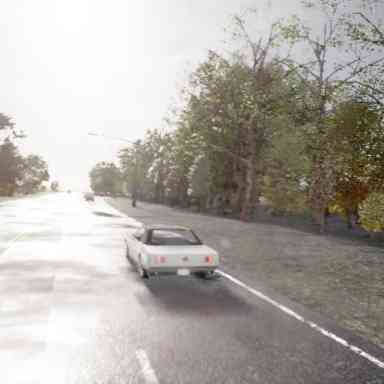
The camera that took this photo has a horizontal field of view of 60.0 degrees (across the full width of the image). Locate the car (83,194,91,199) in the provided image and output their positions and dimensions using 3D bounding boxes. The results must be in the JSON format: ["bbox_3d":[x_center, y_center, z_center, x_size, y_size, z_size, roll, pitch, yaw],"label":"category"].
[{"bbox_3d":[-28.823,1.138,90.976,1.895,1.301,4.718,3,-1,-19],"label":"car"}]

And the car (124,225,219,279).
[{"bbox_3d":[-0.916,1.676,10.317,1.895,1.301,4.718,3,-1,-19],"label":"car"}]

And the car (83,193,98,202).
[{"bbox_3d":[-21.181,1.224,68.901,2.033,1.411,5.357,3,-1,-19],"label":"car"}]
